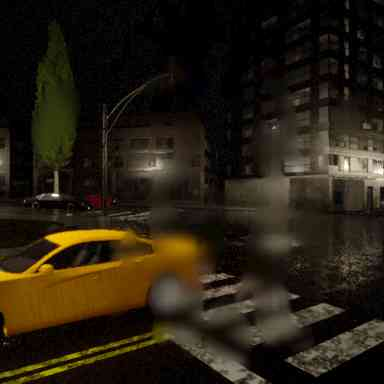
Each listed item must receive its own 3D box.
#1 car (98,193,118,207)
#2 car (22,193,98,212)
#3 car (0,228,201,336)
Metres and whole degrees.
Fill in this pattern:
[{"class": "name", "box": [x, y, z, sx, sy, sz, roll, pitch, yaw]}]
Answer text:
[{"class": "car", "box": [-9.512, 0.816, 32.897, 4.181, 1.385, 1.994, 1, 0, 11]}, {"class": "car", "box": [-10.581, 0.787, 26.271, 5.357, 1.411, 2.033, 1, 0, 11]}, {"class": "car", "box": [-2.163, 1.478, 6.133, 5.008, 1.535, 1.882, 0, 0, -35]}]
